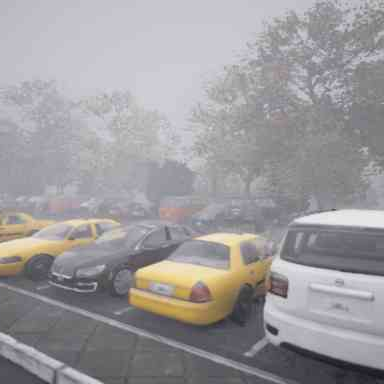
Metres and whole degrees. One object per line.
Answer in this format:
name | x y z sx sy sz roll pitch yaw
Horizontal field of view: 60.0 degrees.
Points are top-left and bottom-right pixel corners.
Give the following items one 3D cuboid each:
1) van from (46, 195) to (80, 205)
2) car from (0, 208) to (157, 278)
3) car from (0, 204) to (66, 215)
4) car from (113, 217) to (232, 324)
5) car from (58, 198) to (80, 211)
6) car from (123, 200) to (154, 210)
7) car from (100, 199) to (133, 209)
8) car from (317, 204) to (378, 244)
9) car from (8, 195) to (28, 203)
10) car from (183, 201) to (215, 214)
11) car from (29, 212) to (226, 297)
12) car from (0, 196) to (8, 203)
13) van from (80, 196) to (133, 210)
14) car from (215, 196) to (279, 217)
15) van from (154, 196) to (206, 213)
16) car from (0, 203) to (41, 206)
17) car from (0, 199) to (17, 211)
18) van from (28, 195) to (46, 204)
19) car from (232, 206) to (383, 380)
van | -11.533 1.354 32.663 1.878 1.987 4.442 0 0 36
car | -3.714 1.546 10.472 1.946 1.575 5.366 0 0 36
car | -8.308 1.535 13.801 1.946 1.575 5.366 0 0 36
car | 1.000 1.559 7.515 1.946 1.575 5.366 0 0 36
car | -9.354 1.562 30.947 2.097 1.535 5.008 0 0 36
car | -2.719 1.560 26.168 2.163 1.488 4.792 0 0 36
car | -4.856 1.565 27.717 2.163 1.488 4.792 0 0 36
car | 8.471 1.552 17.796 1.946 1.575 5.366 0 0 36
car | -16.104 1.363 35.796 2.435 2.045 5.566 0 0 36
car | 1.835 1.565 22.798 2.163 1.488 4.792 0 0 36
car | -1.354 1.557 8.999 2.231 1.521 4.892 0 0 36
car | -18.347 1.381 37.421 2.435 2.045 5.566 0 0 36
van | -7.166 1.321 29.221 1.878 1.987 4.442 0 0 36
car | 4.112 1.291 21.219 2.435 2.045 5.566 0 0 36
van | -0.423 1.305 24.613 1.878 1.987 4.442 0 0 36
car | -10.239 1.534 15.658 1.946 1.575 5.366 0 0 36
car | -25.159 1.726 42.395 2.002 1.452 4.674 0 0 36
van | -13.914 1.371 34.099 1.878 1.987 4.442 0 0 36
car | 3.156 1.317 5.759 2.435 2.045 5.566 0 0 36
